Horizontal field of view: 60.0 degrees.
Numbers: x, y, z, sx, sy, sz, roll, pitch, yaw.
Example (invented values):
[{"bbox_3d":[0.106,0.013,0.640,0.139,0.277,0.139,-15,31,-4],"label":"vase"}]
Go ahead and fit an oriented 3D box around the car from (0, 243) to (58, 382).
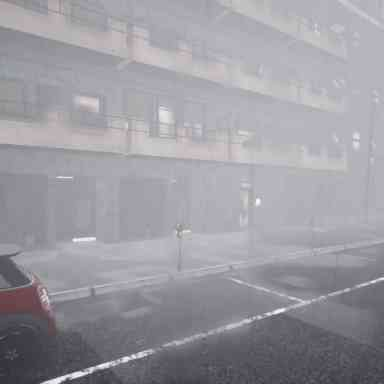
[{"bbox_3d":[-3.850,1.440,3.805,4.097,1.590,1.967,0,0,-35],"label":"car"}]
